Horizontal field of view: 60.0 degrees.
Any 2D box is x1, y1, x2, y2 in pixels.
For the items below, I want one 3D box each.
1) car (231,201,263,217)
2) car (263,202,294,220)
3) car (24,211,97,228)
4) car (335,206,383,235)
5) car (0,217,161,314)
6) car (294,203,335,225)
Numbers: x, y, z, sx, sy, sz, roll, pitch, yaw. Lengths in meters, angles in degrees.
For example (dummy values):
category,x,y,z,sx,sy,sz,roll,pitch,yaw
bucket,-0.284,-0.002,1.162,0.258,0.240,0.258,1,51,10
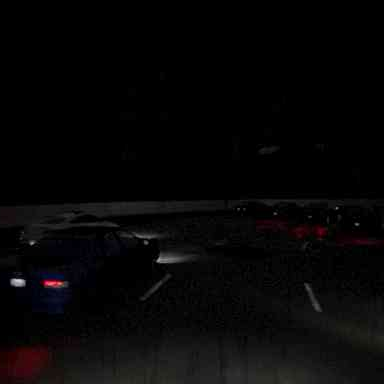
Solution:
category,x,y,z,sx,sy,sz,roll,pitch,yaw
car,5.907,1.586,31.673,2.033,1.411,5.357,0,0,43
car,8.252,1.580,28.611,1.812,1.442,4.674,0,0,41
car,-4.662,1.495,13.292,1.812,1.442,4.674,0,0,17
car,9.929,1.543,19.456,1.882,1.535,5.008,0,0,32
car,-2.329,1.532,7.892,2.033,1.411,5.357,0,0,12
car,9.635,1.541,24.801,1.882,1.535,5.008,0,0,38
